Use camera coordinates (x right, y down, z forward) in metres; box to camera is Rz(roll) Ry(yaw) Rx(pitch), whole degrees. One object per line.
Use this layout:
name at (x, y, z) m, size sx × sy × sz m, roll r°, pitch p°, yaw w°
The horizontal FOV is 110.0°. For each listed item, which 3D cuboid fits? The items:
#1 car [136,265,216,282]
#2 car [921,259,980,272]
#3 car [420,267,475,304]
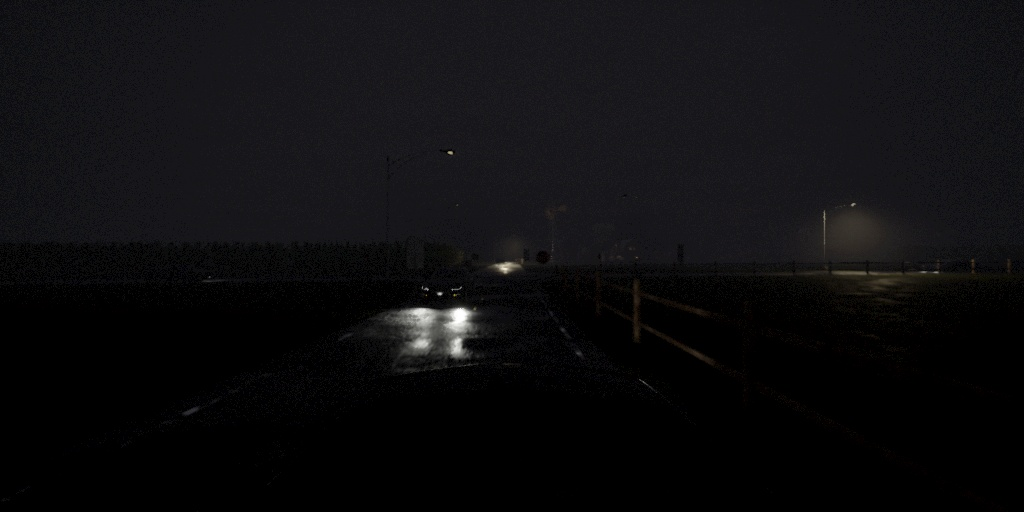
car at (-29.253, 1.491, 31.317) m, size 5.357 × 1.411 × 2.033 m, roll 0°, pitch 0°, yaw -5°
car at (49.678, 1.058, 40.654) m, size 5.357 × 1.411 × 2.033 m, roll 0°, pitch 0°, yaw -5°
car at (-2.806, 1.256, 16.448) m, size 1.837 × 1.490 × 4.892 m, roll 0°, pitch -1°, yaw 0°
